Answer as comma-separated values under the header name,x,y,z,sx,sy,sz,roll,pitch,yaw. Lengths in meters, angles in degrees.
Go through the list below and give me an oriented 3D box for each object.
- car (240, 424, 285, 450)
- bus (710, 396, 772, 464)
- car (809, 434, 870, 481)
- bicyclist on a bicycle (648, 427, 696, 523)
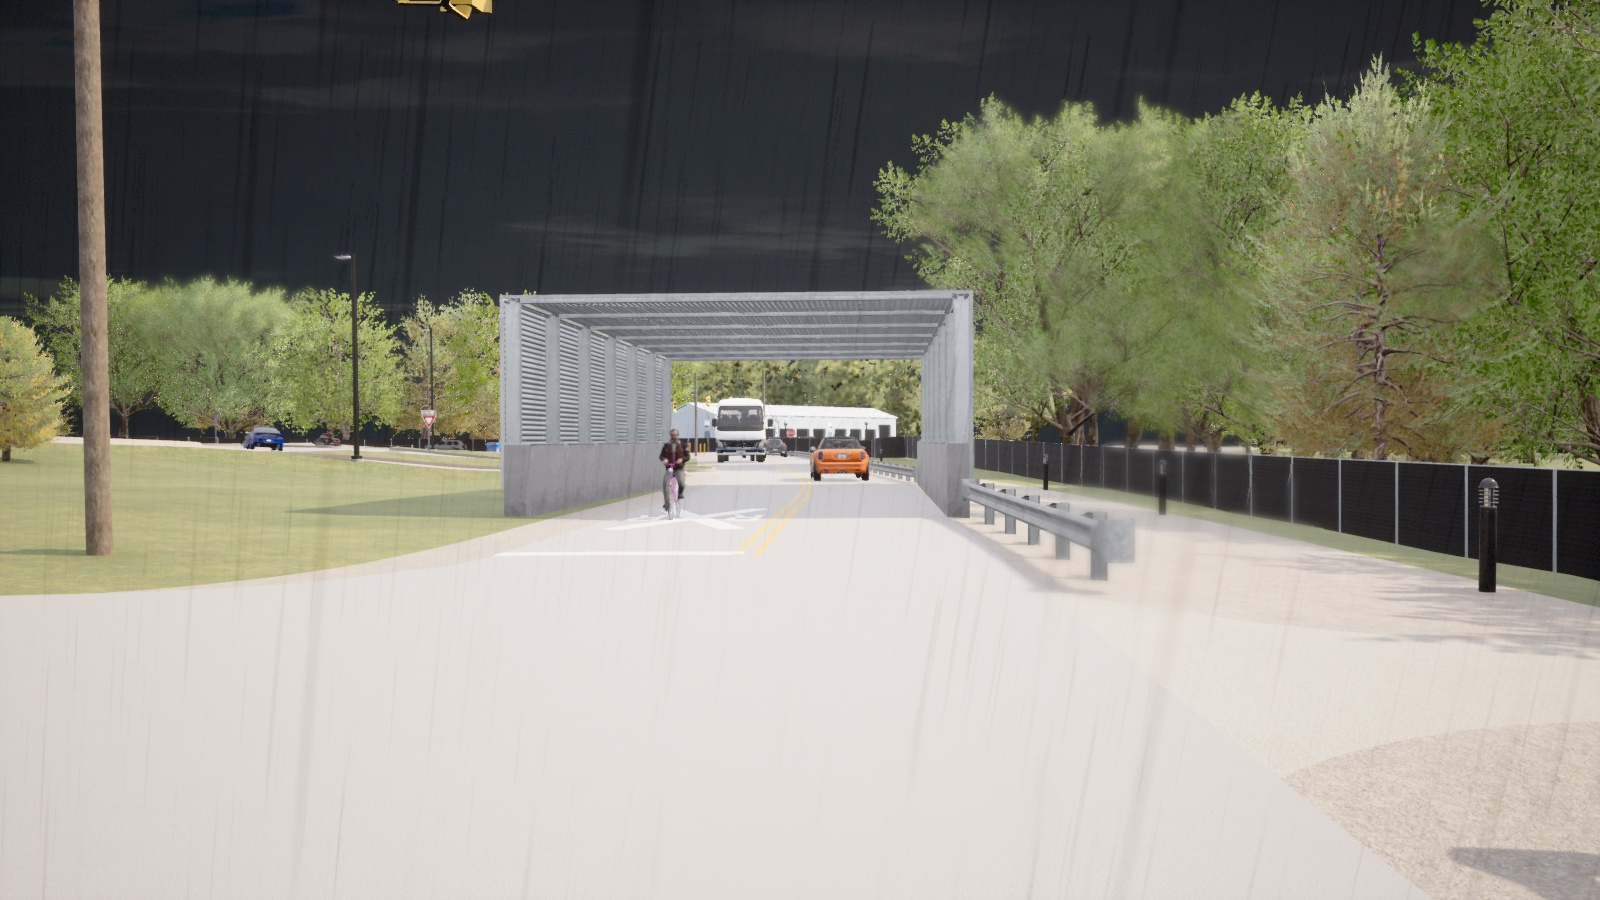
name,x,y,z,sx,sy,sz,roll,pitch,yaw
car,-34.798,-0.797,81.227,1.882,1.535,5.008,4,-2,-31
bus,-4.043,-1.310,84.756,3.944,4.253,10.273,0,0,-3
car,1.486,0.260,48.857,2.097,1.767,4.553,0,0,-2
bicyclist on a bicycle,-2.436,0.465,24.133,0.659,1.776,1.843,-1,0,1
